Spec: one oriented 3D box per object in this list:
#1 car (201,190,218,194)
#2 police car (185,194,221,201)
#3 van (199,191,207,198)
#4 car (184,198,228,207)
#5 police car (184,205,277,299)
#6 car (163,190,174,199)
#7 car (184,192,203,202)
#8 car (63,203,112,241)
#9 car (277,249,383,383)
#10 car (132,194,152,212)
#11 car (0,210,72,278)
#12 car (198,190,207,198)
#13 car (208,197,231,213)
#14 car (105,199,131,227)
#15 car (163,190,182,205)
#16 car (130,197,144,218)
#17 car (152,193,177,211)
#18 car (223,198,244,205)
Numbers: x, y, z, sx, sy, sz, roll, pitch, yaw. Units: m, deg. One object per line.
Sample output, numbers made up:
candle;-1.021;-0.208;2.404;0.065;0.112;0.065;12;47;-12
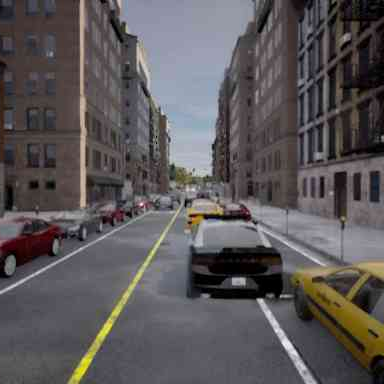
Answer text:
car;2.634;0.889;43.907;2.192;1.841;5.009;0;1;0
police car;0.707;1.189;24.402;1.930;1.638;5.238;0;1;-2
van;2.688;0.543;81.969;1.690;1.788;3.998;0;1;0
car;0.716;1.304;18.349;1.882;1.535;5.008;0;0;2
police car;0.823;1.343;8.431;1.930;1.638;5.238;0;1;0
car;-5.422;0.571;76.464;2.192;1.841;5.009;0;1;0
car;-0.003;1.076;41.384;1.882;1.535;5.008;0;1;0
car;-5.390;1.401;15.499;2.008;1.369;4.403;0;1;0
car;2.635;1.483;4.305;1.752;1.417;4.829;0;1;0
car;-5.390;1.125;32.544;1.967;1.590;4.097;0;1;0
car;-5.390;1.449;9.817;1.887;1.381;4.507;0;1;0
car;2.683;0.463;87.473;2.192;1.841;5.009;0;1;0
car;2.635;1.229;32.546;1.887;1.381;4.507;0;1;0
car;-5.390;1.340;21.181;1.887;1.381;4.507;0;1;0
car;-2.753;0.690;49.286;2.150;2.045;5.566;0;1;0
car;-5.390;1.306;26.863;1.947;1.339;4.313;0;1;0
car;-2.840;1.185;35.187;1.812;1.442;4.674;0;1;0
car;2.635;1.339;21.181;1.887;1.381;4.507;0;1;0
